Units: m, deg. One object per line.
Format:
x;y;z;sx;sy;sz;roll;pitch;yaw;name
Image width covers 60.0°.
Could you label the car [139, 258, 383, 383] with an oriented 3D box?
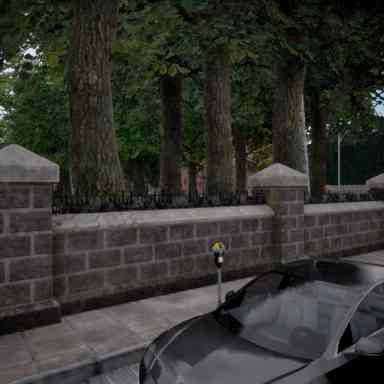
1.505;1.565;3.894;4.313;1.339;1.947;0;-1;-36;car
